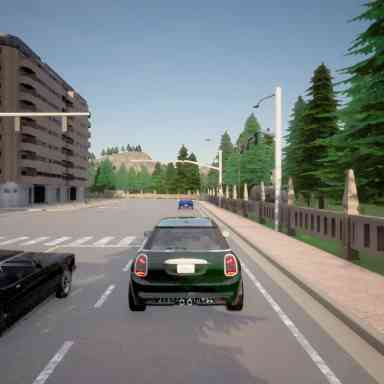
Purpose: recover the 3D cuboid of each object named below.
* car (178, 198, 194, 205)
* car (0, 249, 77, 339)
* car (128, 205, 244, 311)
[{"bbox_3d":[-0.822,1.478,44.294,1.882,1.535,5.008,0,0,-1],"label":"car"},{"bbox_3d":[-3.537,1.601,5.544,1.895,1.301,4.718,0,0,-1],"label":"car"},{"bbox_3d":[-0.118,1.352,7.911,2.097,1.767,4.553,0,0,0],"label":"car"}]
